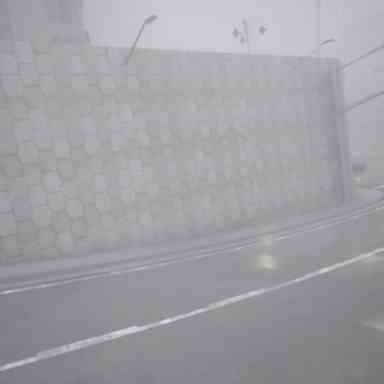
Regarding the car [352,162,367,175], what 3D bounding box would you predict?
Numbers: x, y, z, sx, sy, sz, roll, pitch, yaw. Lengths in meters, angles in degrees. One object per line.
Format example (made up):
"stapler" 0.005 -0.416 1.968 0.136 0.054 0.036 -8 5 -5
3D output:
"car" 15.030 -2.538 33.819 1.882 1.535 5.008 -14 8 -35
